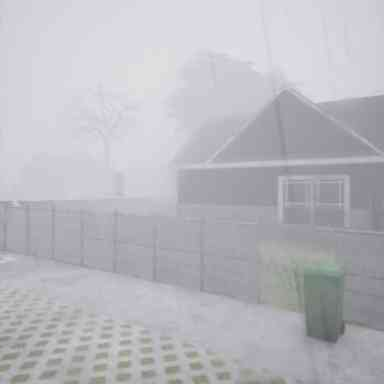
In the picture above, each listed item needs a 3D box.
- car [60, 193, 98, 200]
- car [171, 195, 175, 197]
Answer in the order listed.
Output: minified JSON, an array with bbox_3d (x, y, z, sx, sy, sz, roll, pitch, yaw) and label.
[{"bbox_3d":[-12.793,0.947,37.557,1.837,1.490,4.892,0,1,32],"label":"car"},{"bbox_3d":[-1.498,0.734,55.718,1.895,1.301,4.718,0,1,32],"label":"car"}]
